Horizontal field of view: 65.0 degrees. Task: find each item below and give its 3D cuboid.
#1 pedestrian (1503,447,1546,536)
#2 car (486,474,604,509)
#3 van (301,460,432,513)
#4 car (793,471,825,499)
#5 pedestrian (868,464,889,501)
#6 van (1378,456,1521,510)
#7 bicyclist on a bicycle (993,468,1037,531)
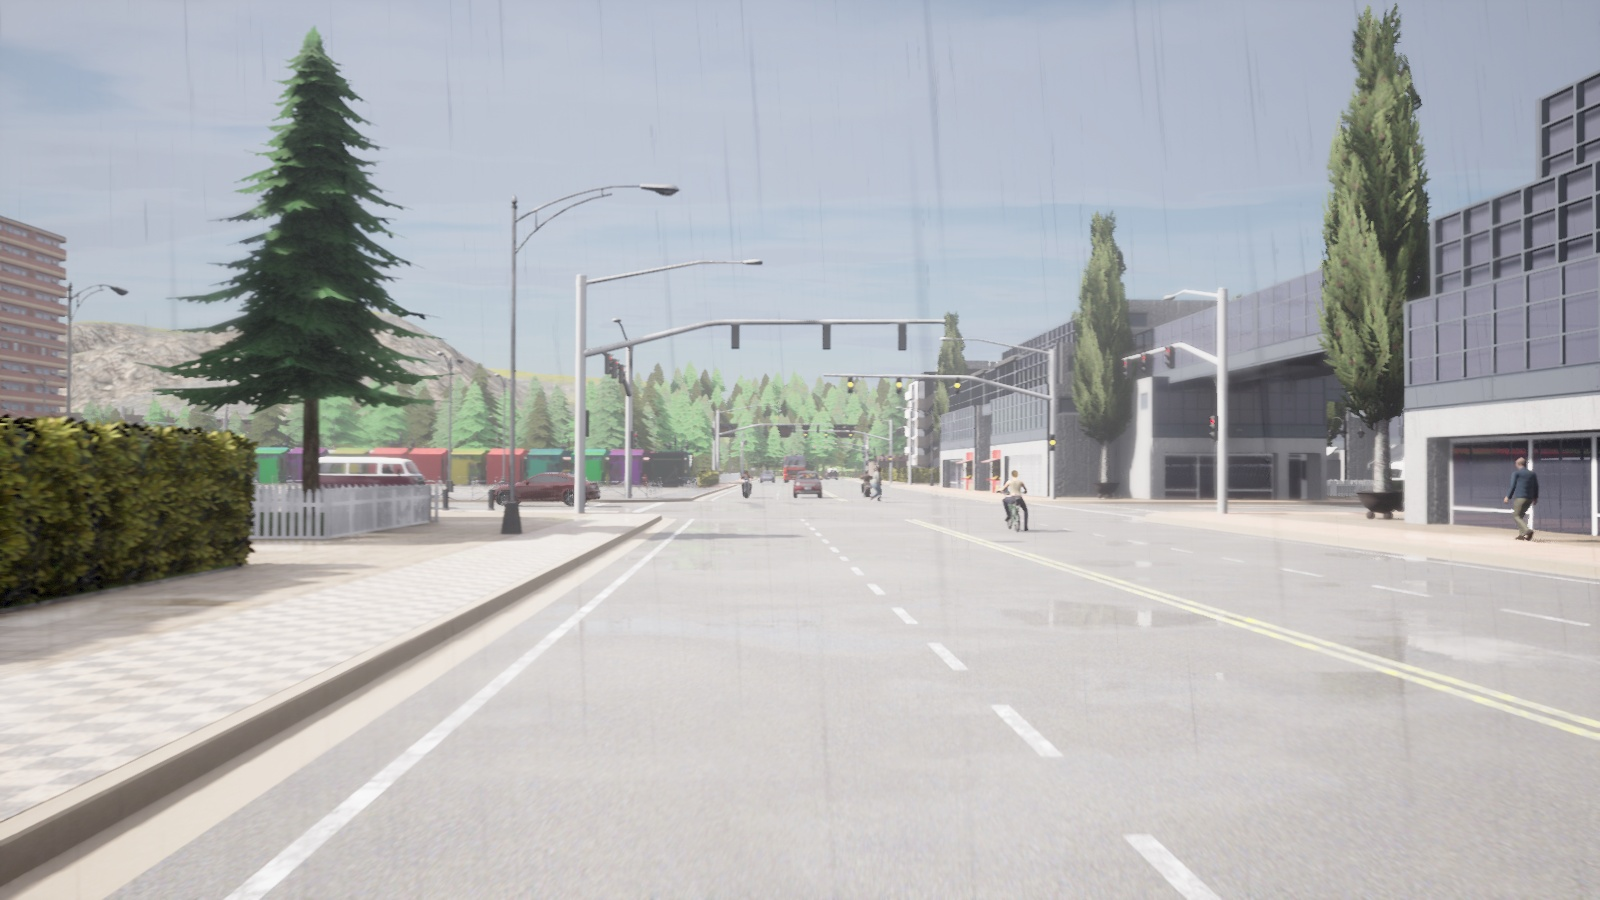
[{"bbox_3d":[15.209,0.860,26.368,0.402,1.842,0.726,0,-1,-6],"label":"pedestrian"},{"bbox_3d":[-10.871,1.778,53.680,4.674,1.442,1.812,0,-1,0],"label":"car"},{"bbox_3d":[-17.177,1.435,49.921,4.480,2.038,2.069,0,-1,-2],"label":"van"},{"bbox_3d":[0.490,2.019,73.360,1.789,1.549,3.705,0,-1,-1],"label":"car"},{"bbox_3d":[3.949,1.652,63.378,0.900,1.855,0.874,0,-1,-10],"label":"pedestrian"},{"bbox_3d":[25.185,1.265,48.799,4.480,2.038,2.069,0,-1,-2],"label":"van"},{"bbox_3d":[5.650,1.284,33.098,0.866,1.612,1.509,0,0,-2],"label":"bicyclist on a bicycle"}]
